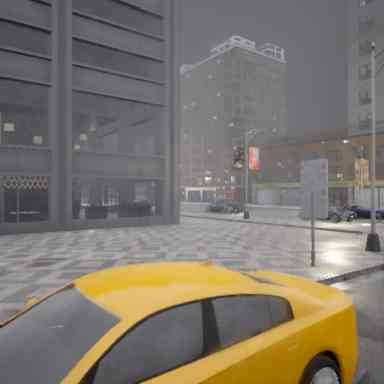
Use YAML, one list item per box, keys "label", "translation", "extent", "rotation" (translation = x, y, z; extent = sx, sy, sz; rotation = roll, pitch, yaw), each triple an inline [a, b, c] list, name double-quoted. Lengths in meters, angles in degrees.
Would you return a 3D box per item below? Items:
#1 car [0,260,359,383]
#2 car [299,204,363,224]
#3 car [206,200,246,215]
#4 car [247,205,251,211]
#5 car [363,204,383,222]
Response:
- label: "car"
  translation: [-0.517, 1.477, 2.982]
  extent: [5.008, 1.535, 1.882]
  rotation: [0, 0, -35]
- label: "car"
  translation: [10.440, 1.616, 25.716]
  extent: [1.994, 1.385, 4.181]
  rotation: [0, 0, -36]
- label: "car"
  translation: [3.322, 1.660, 35.578]
  extent: [1.994, 1.385, 4.181]
  rotation: [0, 0, -36]
- label: "car"
  translation: [4.546, 1.653, 39.431]
  extent: [2.033, 1.411, 5.357]
  rotation: [0, 0, -36]
- label: "car"
  translation: [13.711, 1.648, 26.735]
  extent: [1.895, 1.301, 4.718]
  rotation: [0, 0, -36]
